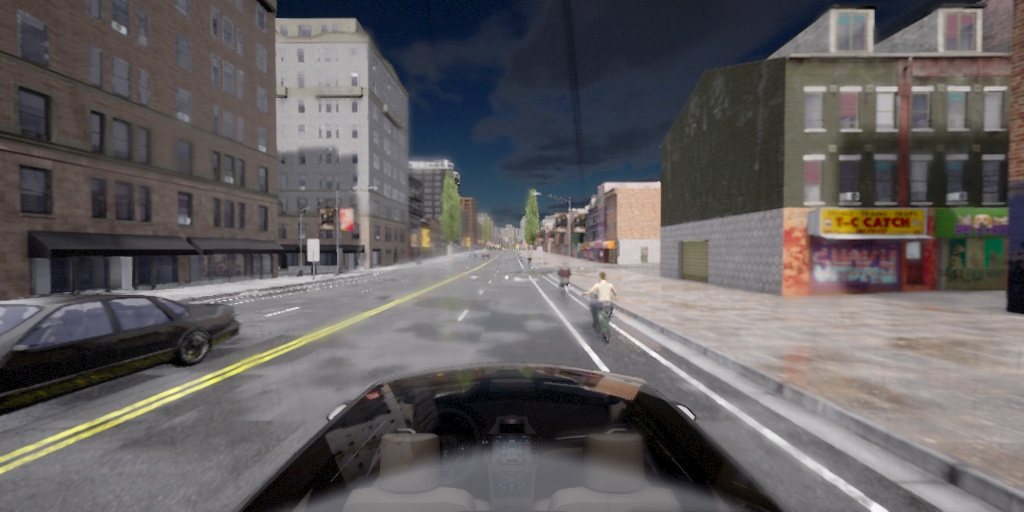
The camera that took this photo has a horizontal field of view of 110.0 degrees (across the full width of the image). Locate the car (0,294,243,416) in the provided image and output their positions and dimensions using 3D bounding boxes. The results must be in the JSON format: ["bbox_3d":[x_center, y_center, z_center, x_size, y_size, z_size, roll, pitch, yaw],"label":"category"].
[{"bbox_3d":[-6.603,1.293,5.147,2.033,1.411,5.357,0,0,0],"label":"car"}]

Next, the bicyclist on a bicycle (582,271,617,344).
[{"bbox_3d":[2.147,1.173,8.594,0.866,1.612,1.509,0,0,0],"label":"bicyclist on a bicycle"}]

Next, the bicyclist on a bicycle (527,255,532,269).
[{"bbox_3d":[2.224,0.752,44.852,0.659,1.776,1.843,0,-1,0],"label":"bicyclist on a bicycle"}]

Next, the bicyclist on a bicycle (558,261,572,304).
[{"bbox_3d":[2.232,1.085,15.227,0.659,1.776,1.843,0,0,0],"label":"bicyclist on a bicycle"}]
